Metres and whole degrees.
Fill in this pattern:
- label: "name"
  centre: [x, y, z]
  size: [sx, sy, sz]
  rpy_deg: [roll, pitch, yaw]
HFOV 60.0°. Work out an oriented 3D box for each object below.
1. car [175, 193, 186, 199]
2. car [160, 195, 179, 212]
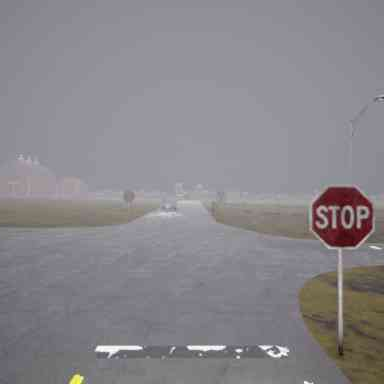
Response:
- label: "car"
  centre: [-2.718, 1.140, 79.820]
  size: [2.150, 2.045, 5.566]
  rpy_deg: [0, 0, 0]
- label: "car"
  centre: [-2.734, 1.512, 39.862]
  size: [2.128, 1.511, 4.902]
  rpy_deg: [0, 0, 0]
